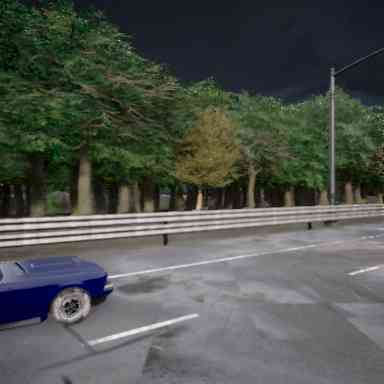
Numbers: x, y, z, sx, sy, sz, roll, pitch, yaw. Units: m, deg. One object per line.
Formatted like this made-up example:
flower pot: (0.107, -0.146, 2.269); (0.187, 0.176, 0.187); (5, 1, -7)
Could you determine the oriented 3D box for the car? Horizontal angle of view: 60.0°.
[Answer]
car: (-3.764, 1.601, 5.368); (4.718, 1.301, 1.895); (0, 0, -36)
